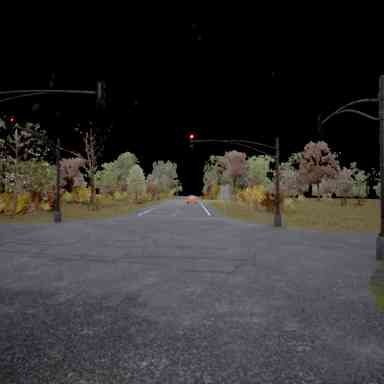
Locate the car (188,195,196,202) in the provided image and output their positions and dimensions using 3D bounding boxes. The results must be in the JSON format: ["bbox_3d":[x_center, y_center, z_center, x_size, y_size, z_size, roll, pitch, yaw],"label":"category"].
[{"bbox_3d":[0.021,1.449,78.014,1.812,1.442,4.674,0,0,0],"label":"car"}]

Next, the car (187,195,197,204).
[{"bbox_3d":[0.018,1.424,67.978,2.097,1.767,4.553,0,0,0],"label":"car"}]
